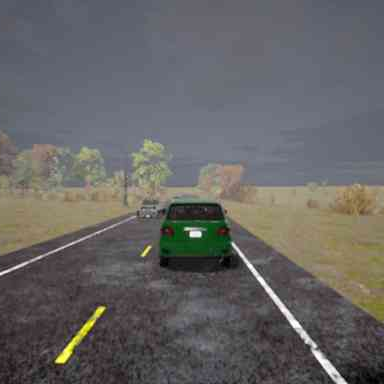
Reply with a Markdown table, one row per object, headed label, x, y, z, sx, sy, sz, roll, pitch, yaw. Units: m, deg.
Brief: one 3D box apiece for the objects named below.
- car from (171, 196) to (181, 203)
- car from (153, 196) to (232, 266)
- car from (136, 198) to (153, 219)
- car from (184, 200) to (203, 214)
| label | x | y | z | sx | sy | sz | roll | pitch | yaw |
| --- | --- | --- | --- | --- | --- | --- | --- | --- | --- |
| car | -3.404 | 1.543 | 71.229 | 1.812 | 1.442 | 4.674 | 0 | 0 | 0 |
| car | 0.102 | 1.225 | 11.678 | 2.150 | 2.045 | 5.566 | 0 | 0 | 0 |
| car | -3.559 | 1.361 | 29.176 | 2.097 | 1.767 | 4.553 | 0 | 0 | 0 |
| car | 0.147 | 1.613 | 35.882 | 1.895 | 1.301 | 4.718 | 0 | 0 | 0 |
